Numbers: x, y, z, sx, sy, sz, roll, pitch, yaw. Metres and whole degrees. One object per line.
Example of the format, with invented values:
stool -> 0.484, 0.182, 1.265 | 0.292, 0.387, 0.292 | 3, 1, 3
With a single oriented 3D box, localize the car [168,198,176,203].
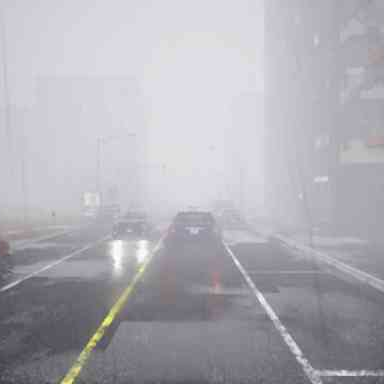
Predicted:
car -> -5.697, 2.442, 94.771 | 1.887, 1.381, 4.507 | 0, -1, 0

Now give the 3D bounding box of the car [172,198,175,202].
car -> -5.697, 2.298, 78.201 | 1.947, 1.339, 4.313 | 0, -1, 0

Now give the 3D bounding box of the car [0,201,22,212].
car -> -30.272, 2.321, 54.081 | 4.097, 1.590, 1.967 | -1, 1, 0

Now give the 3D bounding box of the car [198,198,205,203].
car -> 2.685, 2.464, 94.758 | 1.947, 1.339, 4.313 | 0, -1, 0

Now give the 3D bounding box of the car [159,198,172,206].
car -> -5.697, 2.190, 67.154 | 1.947, 1.339, 4.313 | 0, -1, 0

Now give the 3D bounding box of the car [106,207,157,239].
car -> -3.098, 1.729, 18.419 | 1.994, 1.385, 4.181 | 0, -1, 0

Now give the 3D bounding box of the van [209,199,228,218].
van -> 2.683, 1.658, 34.751 | 1.690, 1.788, 3.998 | 0, -1, 0

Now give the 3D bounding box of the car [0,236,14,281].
car -> -5.697, 1.504, 7.114 | 1.967, 1.590, 4.097 | 0, 0, 0

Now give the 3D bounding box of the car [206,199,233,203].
car -> 2.682, 1.581, 29.224 | 2.192, 1.841, 5.009 | 0, -1, 0

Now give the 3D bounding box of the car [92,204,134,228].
car -> -5.698, 1.654, 23.696 | 1.967, 1.590, 4.097 | 0, -1, 0

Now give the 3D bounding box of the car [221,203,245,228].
car -> 2.684, 1.759, 23.694 | 1.887, 1.381, 4.507 | 0, -1, 0

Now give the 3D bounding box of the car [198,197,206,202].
car -> 2.685, 2.206, 67.142 | 1.802, 1.307, 4.206 | 0, -1, 0

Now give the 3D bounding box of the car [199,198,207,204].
car -> 2.684, 2.332, 83.712 | 1.887, 1.381, 4.507 | 0, -1, 0

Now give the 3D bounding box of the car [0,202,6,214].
car -> -27.972, 2.384, 45.460 | 4.403, 1.369, 2.008 | -1, 1, 0

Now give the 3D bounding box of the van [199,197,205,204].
van -> 2.683, 2.184, 89.237 | 1.690, 1.788, 3.998 | 0, -1, 0

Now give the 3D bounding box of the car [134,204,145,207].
car -> -5.696, 1.898, 34.750 | 1.802, 1.307, 4.206 | 0, -1, 0

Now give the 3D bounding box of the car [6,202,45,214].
car -> -22.403, 2.304, 45.501 | 4.403, 1.369, 2.008 | -1, 1, 0

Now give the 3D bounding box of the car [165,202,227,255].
car -> 0.094, 1.478, 14.111 | 2.097, 1.767, 4.553 | 0, -1, 0
